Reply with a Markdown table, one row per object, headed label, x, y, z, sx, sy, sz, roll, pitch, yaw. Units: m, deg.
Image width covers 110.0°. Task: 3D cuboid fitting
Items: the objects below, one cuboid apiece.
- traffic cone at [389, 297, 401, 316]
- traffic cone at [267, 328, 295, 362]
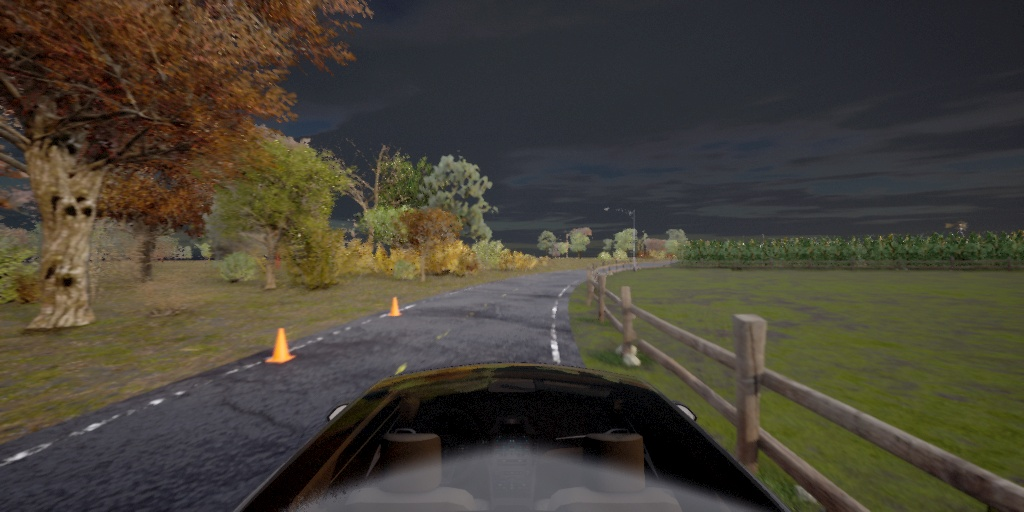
| label | x | y | z | sx | sy | sz | roll | pitch | yaw |
| --- | --- | --- | --- | --- | --- | --- | --- | --- | --- |
| traffic cone | -3.899 | 1.664 | 11.937 | 0.340 | 0.580 | 0.340 | 0 | 0 | 7 |
| traffic cone | -4.388 | 1.670 | 6.816 | 0.340 | 0.580 | 0.340 | 0 | 0 | 4 |
